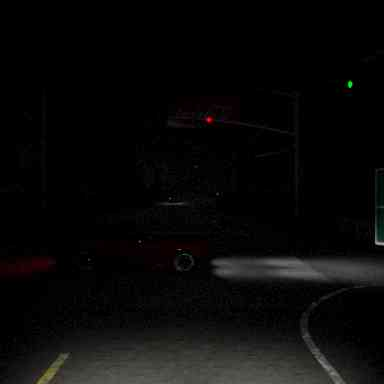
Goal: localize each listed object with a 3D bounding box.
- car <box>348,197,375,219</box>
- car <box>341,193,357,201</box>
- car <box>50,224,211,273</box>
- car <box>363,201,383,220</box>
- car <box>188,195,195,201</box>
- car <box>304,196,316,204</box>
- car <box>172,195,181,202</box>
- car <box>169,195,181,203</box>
[{"bbox_3d":[14.311,1.504,24.998,3.866,1.878,1.905,0,0,0],"label":"car"},{"bbox_3d":[34.741,1.489,71.903,2.007,1.523,4.514,0,0,0],"label":"car"},{"bbox_3d":[-1.750,1.686,10.471,4.718,1.301,1.895,0,0,0],"label":"car"},{"bbox_3d":[18.625,1.672,30.678,4.611,1.667,2.242,0,0,0],"label":"car"},{"bbox_3d":[-0.130,1.552,86.342,1.994,1.385,4.181,0,0,0],"label":"car"},{"bbox_3d":[22.355,1.552,64.083,1.970,1.475,3.806,0,0,0],"label":"car"},{"bbox_3d":[-3.619,1.540,78.920,2.033,1.411,5.357,0,0,0],"label":"car"},{"bbox_3d":[-3.612,1.352,68.598,2.097,1.767,4.553,0,0,0],"label":"car"}]
